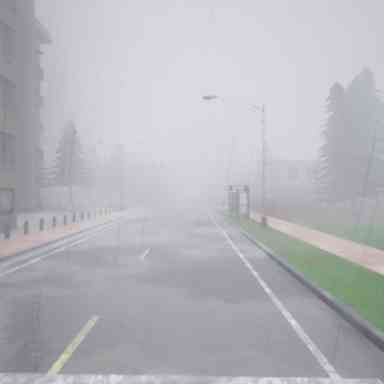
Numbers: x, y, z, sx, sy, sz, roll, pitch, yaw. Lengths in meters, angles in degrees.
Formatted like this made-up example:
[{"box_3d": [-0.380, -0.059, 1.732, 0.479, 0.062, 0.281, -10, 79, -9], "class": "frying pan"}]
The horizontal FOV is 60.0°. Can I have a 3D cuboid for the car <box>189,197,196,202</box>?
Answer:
[{"box_3d": [0.114, 1.765, 81.677, 1.895, 1.301, 4.718, 0, 0, 0], "class": "car"}]
